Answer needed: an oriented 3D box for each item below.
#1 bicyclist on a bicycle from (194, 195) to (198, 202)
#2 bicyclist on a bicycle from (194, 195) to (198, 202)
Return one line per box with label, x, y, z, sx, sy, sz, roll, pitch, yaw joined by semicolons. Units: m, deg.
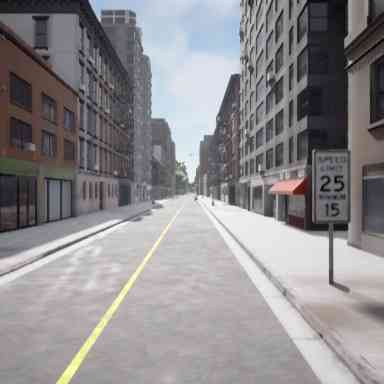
bicyclist on a bicycle;0.845;1.476;79.382;0.866;1.612;1.509;2;1;0
bicyclist on a bicycle;0.849;1.451;70.384;0.866;1.612;1.509;2;1;0
